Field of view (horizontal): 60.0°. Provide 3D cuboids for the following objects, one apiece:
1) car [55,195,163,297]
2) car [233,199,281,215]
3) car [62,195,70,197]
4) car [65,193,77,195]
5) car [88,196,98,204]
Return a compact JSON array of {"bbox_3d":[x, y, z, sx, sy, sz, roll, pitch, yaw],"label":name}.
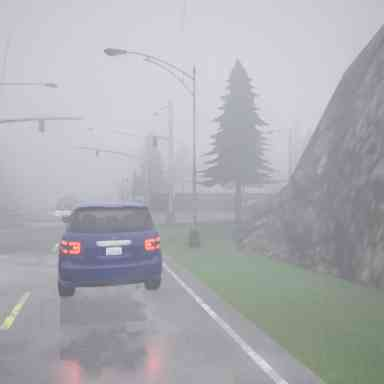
[{"bbox_3d":[-2.248,1.219,8.924,2.150,2.045,5.566,0,0,-16],"label":"car"},{"bbox_3d":[6.511,1.498,33.284,4.892,1.490,1.837,0,0,-18],"label":"car"},{"bbox_3d":[-16.394,1.481,42.874,2.128,1.511,4.902,0,0,-17],"label":"car"},{"bbox_3d":[-20.072,1.209,55.023,2.150,2.045,5.566,0,0,-16],"label":"car"},{"bbox_3d":[-19.240,1.510,64.582,1.812,1.442,4.674,0,0,-17],"label":"car"}]
